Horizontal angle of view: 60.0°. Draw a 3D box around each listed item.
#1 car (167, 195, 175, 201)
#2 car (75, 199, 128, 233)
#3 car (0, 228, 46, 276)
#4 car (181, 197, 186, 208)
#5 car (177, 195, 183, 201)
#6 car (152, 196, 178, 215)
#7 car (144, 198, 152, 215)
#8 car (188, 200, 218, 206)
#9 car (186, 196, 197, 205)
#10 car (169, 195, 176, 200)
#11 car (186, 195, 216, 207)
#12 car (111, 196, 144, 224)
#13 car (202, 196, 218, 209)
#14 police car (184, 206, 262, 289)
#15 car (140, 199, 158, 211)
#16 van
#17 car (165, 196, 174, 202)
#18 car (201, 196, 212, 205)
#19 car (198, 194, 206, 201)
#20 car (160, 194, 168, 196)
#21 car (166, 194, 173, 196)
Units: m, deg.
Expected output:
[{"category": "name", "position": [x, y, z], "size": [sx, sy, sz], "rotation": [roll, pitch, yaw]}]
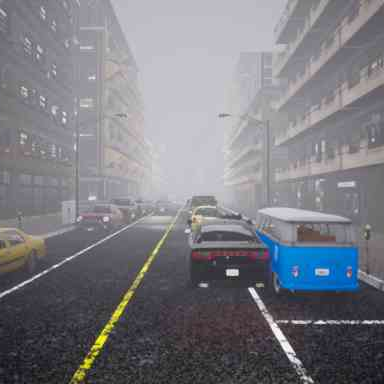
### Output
[{"category": "car", "position": [-5.373, 1.584, 86.074], "size": [1.802, 1.307, 4.206], "rotation": [1, 0, 0]}, {"category": "car", "position": [-5.319, 1.443, 19.486], "size": [1.967, 1.590, 4.097], "rotation": [1, 0, 0]}, {"category": "car", "position": [-5.311, 1.527, 8.218], "size": [1.752, 1.417, 4.829], "rotation": [1, 0, 0]}, {"category": "car", "position": [-0.021, 1.552, 45.789], "size": [2.033, 1.411, 5.357], "rotation": [0, 0, 0]}, {"category": "car", "position": [-2.809, 1.528, 76.183], "size": [1.812, 1.442, 4.674], "rotation": [0, 0, 0]}, {"category": "car", "position": [-2.876, 1.496, 34.485], "size": [2.128, 1.511, 4.902], "rotation": [0, 0, 0]}, {"category": "car", "position": [-5.326, 1.319, 30.584], "size": [2.192, 1.841, 5.009], "rotation": [1, 0, 0]}, {"category": "car", "position": [0.811, 1.458, 19.404], "size": [1.801, 1.575, 5.366], "rotation": [0, 0, 0]}, {"category": "car", "position": [-0.046, 1.482, 59.319], "size": [1.882, 1.535, 5.008], "rotation": [0, 0, 0]}, {"category": "car", "position": [-5.377, 1.583, 91.623], "size": [1.802, 1.307, 4.206], "rotation": [1, 0, 0]}, {"category": "car", "position": [0.806, 1.228, 25.245], "size": [2.150, 2.045, 5.566], "rotation": [0, 0, 0]}, {"category": "car", "position": [-5.322, 1.318, 25.035], "size": [2.192, 1.841, 5.009], "rotation": [1, 0, 0]}, {"category": "car", "position": [2.539, 1.445, 47.258], "size": [1.967, 1.590, 4.097], "rotation": [1, 0, 0]}, {"category": "police car", "position": [0.819, 1.427, 9.323], "size": [1.930, 1.638, 5.238], "rotation": [0, 0, 0]}, {"category": "car", "position": [-5.338, 1.586, 41.682], "size": [1.802, 1.307, 4.206], "rotation": [1, 0, 0]}, {"category": "van", "position": [2.571, 1.342, 8.414], "size": [1.690, 1.788, 3.998], "rotation": [1, 0, 0]}, {"category": "car", "position": [-5.368, 1.568, 80.525], "size": [1.947, 1.339, 4.313], "rotation": [1, 0, 0]}, {"category": "car", "position": [2.530, 1.530, 58.526], "size": [1.752, 1.417, 4.829], "rotation": [1, 0, 0]}, {"category": "car", "position": [2.509, 1.442, 86.101], "size": [1.967, 1.590, 4.097], "rotation": [1, 0, 0]}, {"category": "car", "position": [-5.346, 1.530, 52.610], "size": [1.752, 1.417, 4.829], "rotation": [1, 0, 0]}, {"category": "car", "position": [-5.352, 1.319, 63.878], "size": [2.192, 1.841, 5.009], "rotation": [1, 0, 0]}]
